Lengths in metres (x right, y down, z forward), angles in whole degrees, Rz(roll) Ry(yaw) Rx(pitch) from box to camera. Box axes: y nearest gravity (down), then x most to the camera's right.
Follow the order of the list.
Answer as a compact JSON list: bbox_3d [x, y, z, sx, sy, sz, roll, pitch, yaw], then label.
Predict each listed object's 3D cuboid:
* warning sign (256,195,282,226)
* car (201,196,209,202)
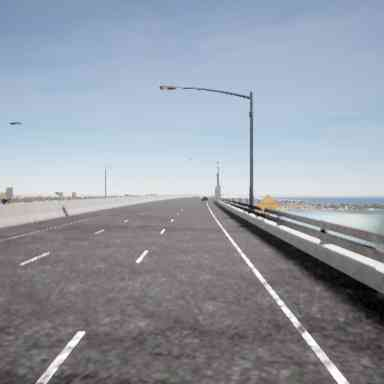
[{"bbox_3d":[4.659,1.101,20.290,1.300,1.860,1.060,-1,-1,1],"label":"warning sign"},{"bbox_3d":[3.094,1.675,79.824,1.812,1.442,4.674,0,0,3],"label":"car"}]
